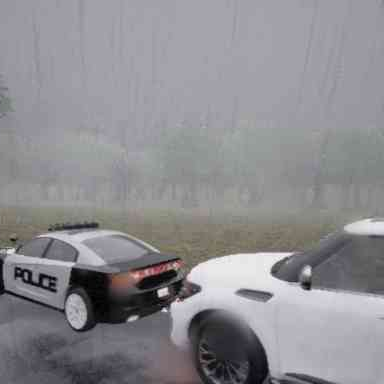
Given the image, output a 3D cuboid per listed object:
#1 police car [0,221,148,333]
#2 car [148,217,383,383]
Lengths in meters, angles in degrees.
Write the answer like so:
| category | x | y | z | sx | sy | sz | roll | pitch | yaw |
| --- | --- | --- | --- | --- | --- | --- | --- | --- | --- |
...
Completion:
| category | x | y | z | sx | sy | sz | roll | pitch | yaw |
| --- | --- | --- | --- | --- | --- | --- | --- | --- | --- |
| police car | -2.576 | 1.454 | 7.018 | 5.238 | 1.638 | 1.930 | 0 | 0 | 36 |
| car | 2.359 | 1.247 | 3.463 | 5.566 | 2.045 | 2.150 | 0 | 0 | 36 |
